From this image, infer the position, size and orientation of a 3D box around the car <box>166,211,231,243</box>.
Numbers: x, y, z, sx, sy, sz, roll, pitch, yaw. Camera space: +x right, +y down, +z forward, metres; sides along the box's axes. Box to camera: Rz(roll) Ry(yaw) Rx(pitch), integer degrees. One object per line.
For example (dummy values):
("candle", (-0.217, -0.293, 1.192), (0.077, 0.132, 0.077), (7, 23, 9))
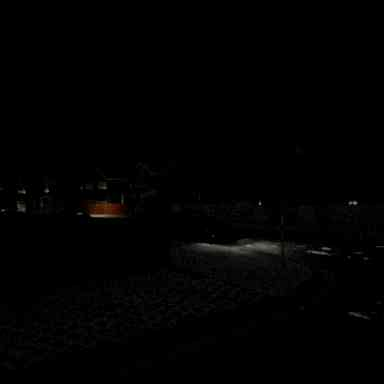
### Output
("car", (-0.011, 1.828, 18.640), (1.882, 1.535, 5.008), (-1, 0, -41))

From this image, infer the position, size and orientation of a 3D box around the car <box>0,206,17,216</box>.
("car", (-28.576, 2.880, 50.605), (5.357, 1.411, 2.033), (-2, -1, 45))

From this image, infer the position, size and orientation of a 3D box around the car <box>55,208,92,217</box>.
("car", (-10.893, 2.231, 30.304), (4.892, 1.490, 1.837), (-2, -1, 44))

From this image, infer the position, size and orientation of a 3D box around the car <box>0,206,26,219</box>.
("car", (-21.994, 2.633, 40.598), (5.357, 1.411, 2.033), (-2, -1, 42))
